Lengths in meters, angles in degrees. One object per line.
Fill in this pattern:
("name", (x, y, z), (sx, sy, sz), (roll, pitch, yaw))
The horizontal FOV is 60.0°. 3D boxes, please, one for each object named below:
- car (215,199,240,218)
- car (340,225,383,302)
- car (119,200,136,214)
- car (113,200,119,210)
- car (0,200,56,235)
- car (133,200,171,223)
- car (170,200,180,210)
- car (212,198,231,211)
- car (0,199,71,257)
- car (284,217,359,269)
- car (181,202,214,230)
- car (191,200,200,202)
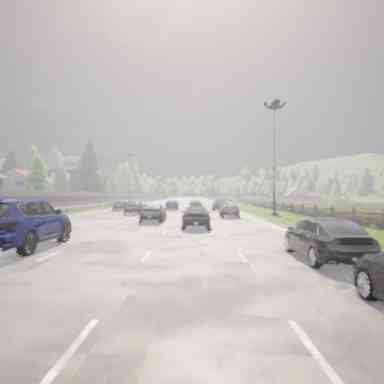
("car", (3.803, 1.826, 34.295), (2.128, 1.511, 4.902), (0, 0, 1))
("car", (4.580, 1.595, 5.692), (1.837, 1.490, 4.892), (0, -1, 1))
("car", (-6.582, 1.774, 38.442), (2.128, 1.511, 4.902), (0, -1, 1))
("car", (-10.002, 1.826, 47.623), (2.128, 1.511, 4.902), (0, -1, 1))
("car", (-10.241, 1.443, 20.206), (2.097, 1.767, 4.553), (0, -1, 1))
("car", (-3.177, 1.708, 27.633), (2.128, 1.511, 4.902), (0, -1, 1))
("car", (-2.975, 1.897, 50.574), (1.882, 1.535, 5.008), (0, 0, 1))
("car", (3.900, 1.800, 47.270), (2.097, 1.767, 4.553), (0, -1, 1))
("car", (-6.799, 1.282, 13.408), (2.150, 2.045, 5.566), (0, -1, 1))
("car", (4.633, 1.649, 11.691), (1.837, 1.490, 4.892), (0, -1, 1))
("car", (0.283, 1.711, 23.066), (1.837, 1.490, 4.892), (0, 0, 1))
("car", (0.499, 1.929, 47.698), (1.837, 1.490, 4.892), (0, 0, 1))
